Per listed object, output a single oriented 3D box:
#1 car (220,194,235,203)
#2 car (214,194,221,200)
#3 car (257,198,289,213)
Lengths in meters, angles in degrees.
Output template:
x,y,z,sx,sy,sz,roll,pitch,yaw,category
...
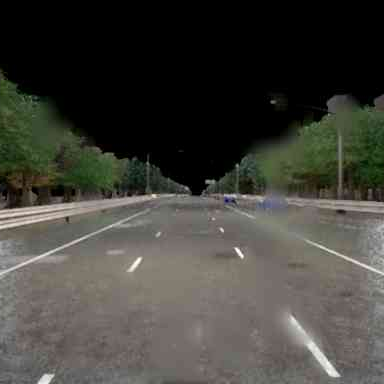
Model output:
x,y,z,sx,sy,sz,roll,pitch,yaw,category
6.927,1.311,62.200,1.882,1.535,5.008,0,0,1,car
7.033,1.332,81.931,1.812,1.442,4.674,0,0,0,car
8.579,1.405,35.647,1.882,1.535,5.008,0,0,-9,car
